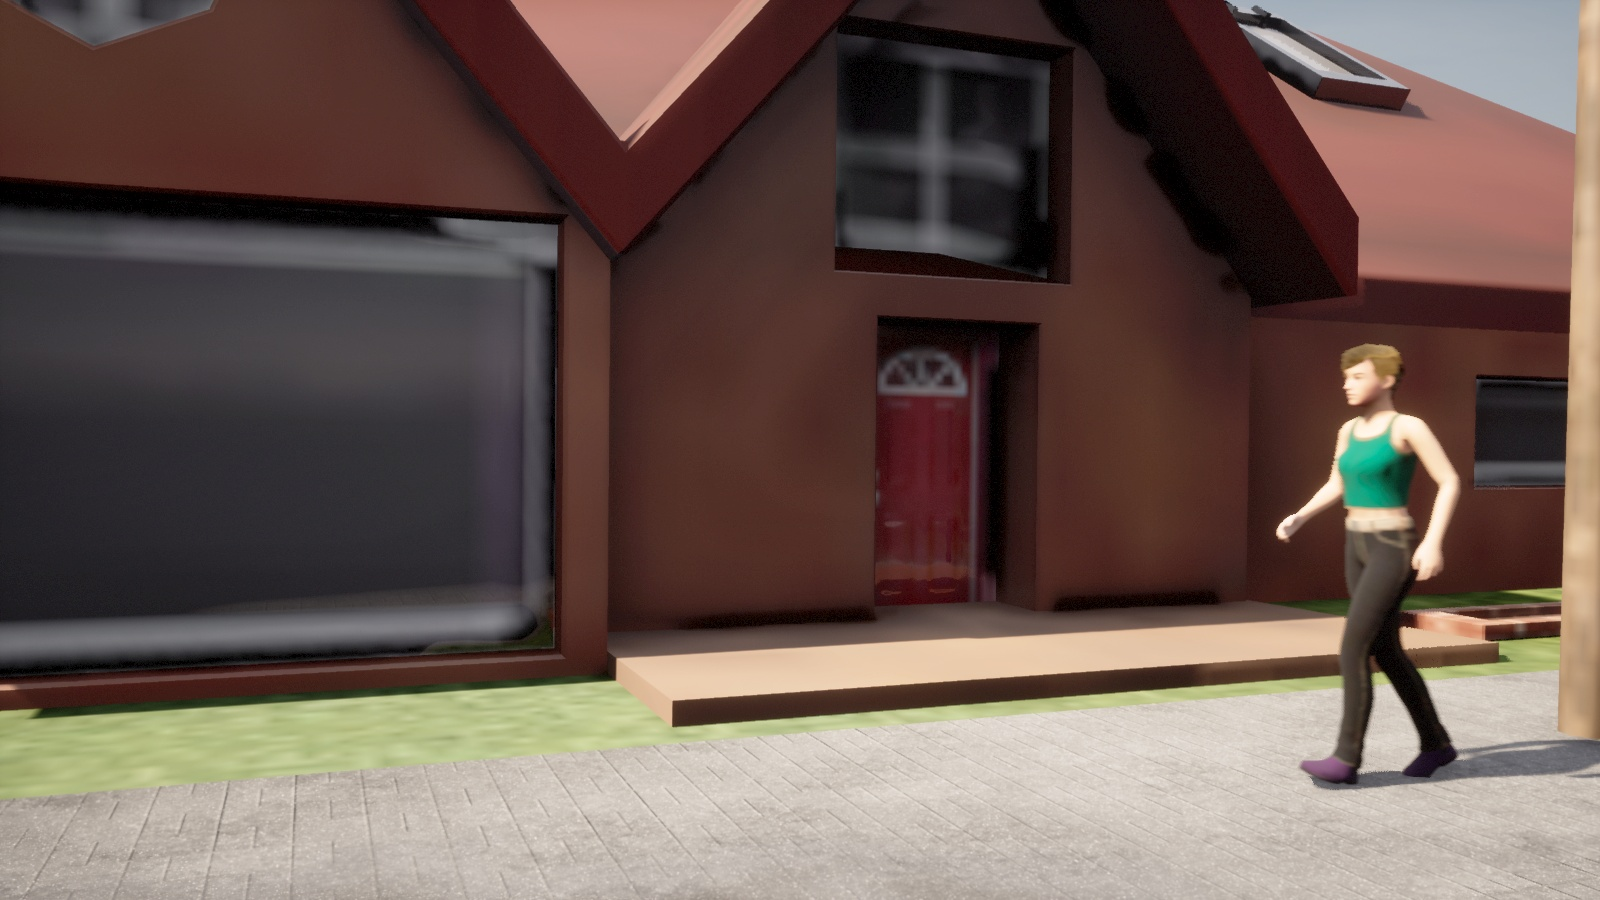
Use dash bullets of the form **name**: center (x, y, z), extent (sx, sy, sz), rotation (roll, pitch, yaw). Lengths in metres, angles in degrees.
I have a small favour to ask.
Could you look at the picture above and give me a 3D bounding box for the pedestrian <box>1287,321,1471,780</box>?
- **pedestrian**: center (2.396, 0.397, 5.216), extent (0.594, 1.836, 0.345), rotation (-1, 1, -7)
